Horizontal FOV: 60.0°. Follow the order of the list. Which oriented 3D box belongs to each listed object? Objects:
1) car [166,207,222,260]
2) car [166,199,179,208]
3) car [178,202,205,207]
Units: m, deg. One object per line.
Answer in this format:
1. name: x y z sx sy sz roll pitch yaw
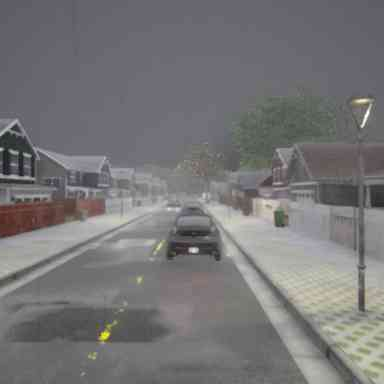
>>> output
1. car: 0.074 1.543 12.613 1.837 1.490 4.892 0 0 0
2. car: -2.796 1.746 50.945 1.994 1.385 4.181 0 0 0
3. car: 0.085 1.598 28.003 1.837 1.490 4.892 0 0 0
